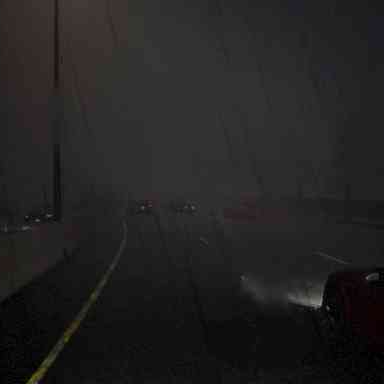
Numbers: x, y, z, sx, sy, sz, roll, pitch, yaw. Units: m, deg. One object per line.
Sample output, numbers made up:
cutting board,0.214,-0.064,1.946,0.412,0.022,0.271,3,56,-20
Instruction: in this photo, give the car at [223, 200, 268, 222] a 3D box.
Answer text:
car,3.831,1.303,24.572,1.882,1.535,5.008,0,0,-13

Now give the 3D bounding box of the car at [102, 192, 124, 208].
car,-10.295,0.956,43.695,2.150,2.045,5.566,0,1,-24

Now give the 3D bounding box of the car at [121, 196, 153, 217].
car,-4.647,1.318,29.103,2.163,1.488,4.792,0,0,-17

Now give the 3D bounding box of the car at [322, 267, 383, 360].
car,3.307,1.528,4.130,1.994,1.385,4.181,0,0,-2

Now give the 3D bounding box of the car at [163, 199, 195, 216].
car,-1.262,1.348,30.157,2.033,1.411,5.357,0,0,-17
